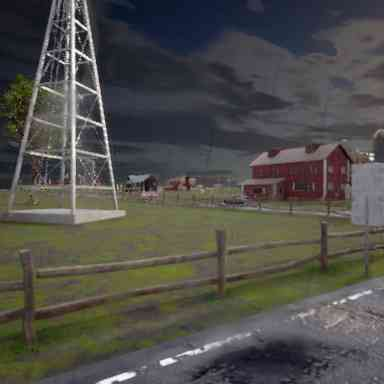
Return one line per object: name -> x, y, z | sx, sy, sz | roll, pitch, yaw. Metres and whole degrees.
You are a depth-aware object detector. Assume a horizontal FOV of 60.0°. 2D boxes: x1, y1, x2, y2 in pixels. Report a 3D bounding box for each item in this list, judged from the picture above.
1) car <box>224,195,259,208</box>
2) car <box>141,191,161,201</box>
car -> 6.053, 1.072, 40.868 | 2.128, 1.511, 4.902 | 1, 0, -35
car -> -7.511, 0.627, 60.152 | 2.097, 1.767, 4.553 | 1, 0, -35
